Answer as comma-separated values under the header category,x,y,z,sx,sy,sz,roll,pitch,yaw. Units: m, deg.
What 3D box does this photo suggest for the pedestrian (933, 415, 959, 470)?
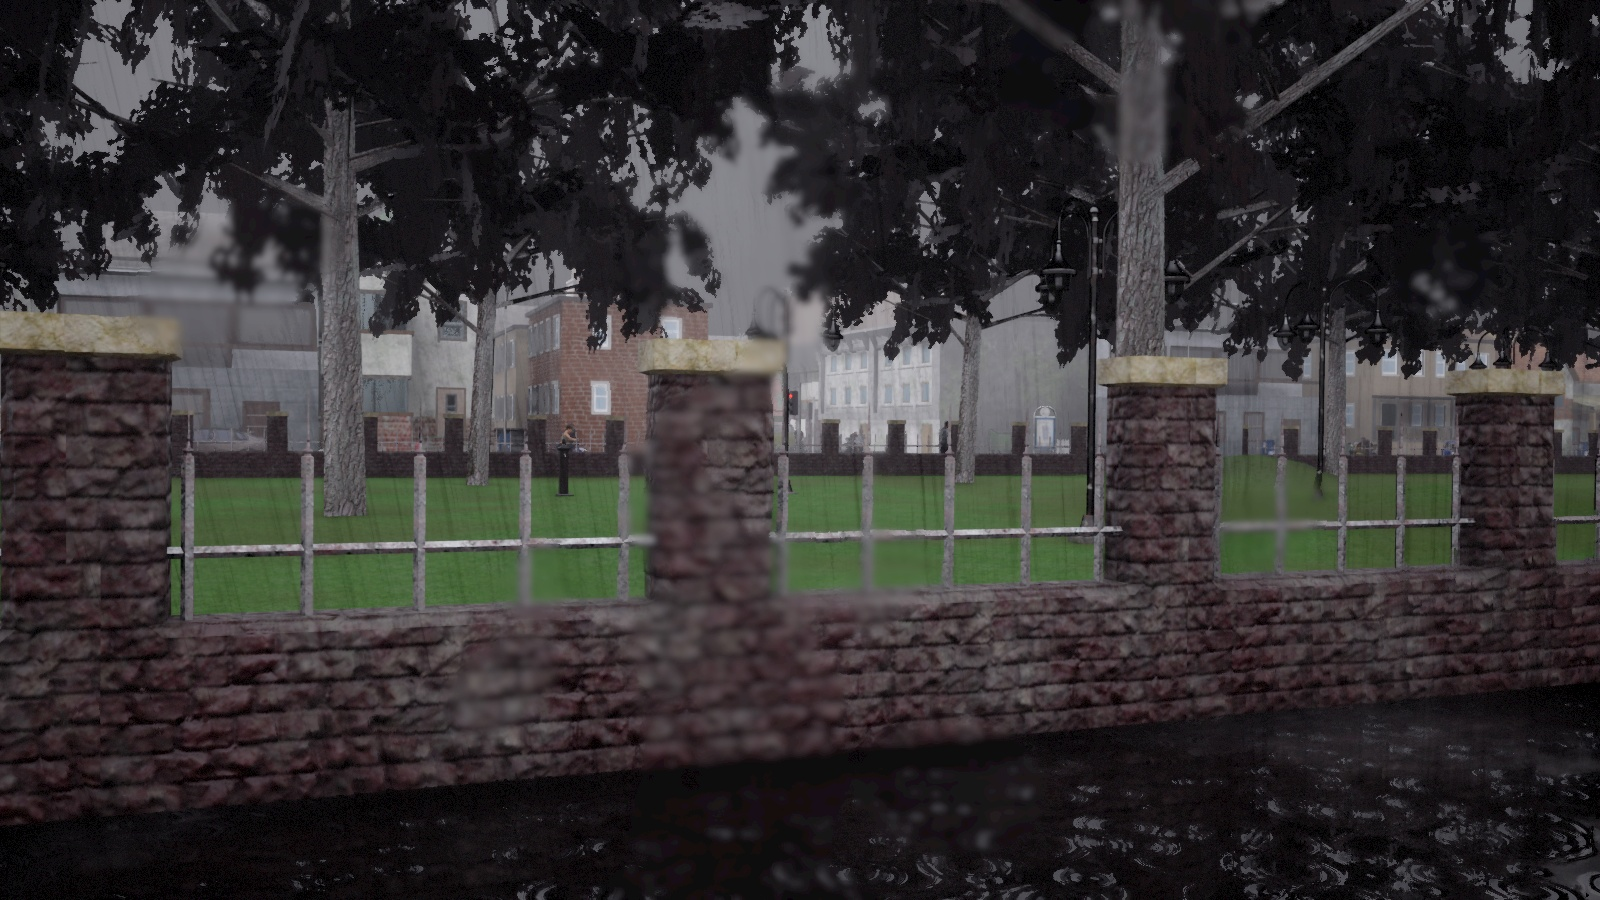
category,x,y,z,sx,sy,sz,roll,pitch,yaw
pedestrian,5.174,-0.273,44.554,0.788,1.949,0.423,-1,1,-21

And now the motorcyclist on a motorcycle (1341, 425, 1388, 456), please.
category,x,y,z,sx,sy,sz,roll,pitch,yaw
motorcyclist on a motorcycle,28.501,-0.507,63.443,2.191,1.530,0.866,-1,1,-21

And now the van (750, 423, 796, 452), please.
category,x,y,z,sx,sy,sz,roll,pitch,yaw
van,-1.931,-0.867,88.427,1.775,1.987,4.442,-1,1,-21

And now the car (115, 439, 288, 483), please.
category,x,y,z,sx,sy,sz,roll,pitch,yaw
car,-20.956,0.352,44.255,5.357,1.411,2.033,-1,1,-21

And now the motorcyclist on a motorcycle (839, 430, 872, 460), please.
category,x,y,z,sx,sy,sz,roll,pitch,yaw
motorcyclist on a motorcycle,2.865,-0.255,64.975,0.866,1.530,2.191,-1,1,-21
